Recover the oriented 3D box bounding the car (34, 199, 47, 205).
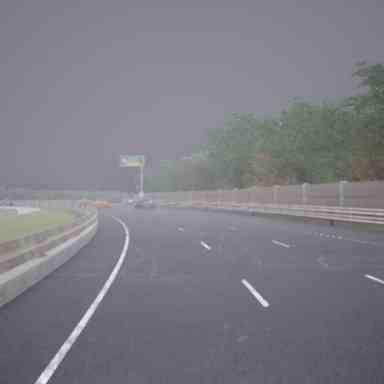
[{"bbox_3d":[-38.002,2.584,83.524,4.892,1.490,1.837,-1,-1,36],"label":"car"}]

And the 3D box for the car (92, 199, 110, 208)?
[{"bbox_3d":[-17.026,2.090,61.992,2.097,1.767,4.553,0,-1,-35],"label":"car"}]

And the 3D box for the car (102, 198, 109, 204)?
[{"bbox_3d":[-23.875,2.558,91.531,1.882,1.535,5.008,0,-1,-15],"label":"car"}]

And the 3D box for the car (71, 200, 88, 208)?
[{"bbox_3d":[-20.847,2.232,61.315,1.882,1.535,5.008,0,-2,-37],"label":"car"}]

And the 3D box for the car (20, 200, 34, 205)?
[{"bbox_3d":[-41.438,2.640,81.749,4.181,1.385,1.994,-1,-1,36],"label":"car"}]

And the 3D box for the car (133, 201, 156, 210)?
[{"bbox_3d":[-7.851,2.152,54.460,2.033,1.411,5.357,0,-1,-33],"label":"car"}]
